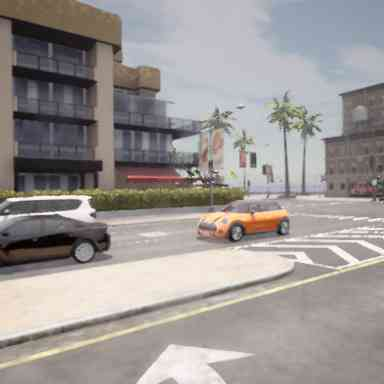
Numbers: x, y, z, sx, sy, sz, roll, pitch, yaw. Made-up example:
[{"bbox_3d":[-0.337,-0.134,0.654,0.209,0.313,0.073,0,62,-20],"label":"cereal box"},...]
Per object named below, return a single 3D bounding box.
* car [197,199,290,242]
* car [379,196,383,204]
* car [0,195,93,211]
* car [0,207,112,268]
[{"bbox_3d":[2.431,1.176,15.462,4.553,1.767,2.097,-1,1,-35],"label":"car"},{"bbox_3d":[25.106,0.798,40.178,1.837,1.490,4.892,1,0,-24],"label":"car"},{"bbox_3d":[-6.604,1.185,13.301,5.566,2.045,2.150,-1,1,-35],"label":"car"},{"bbox_3d":[-5.003,1.450,10.157,5.008,1.535,1.882,-1,1,-35],"label":"car"}]
